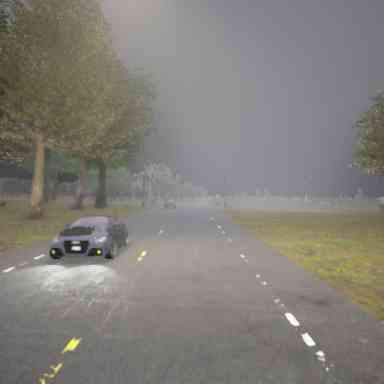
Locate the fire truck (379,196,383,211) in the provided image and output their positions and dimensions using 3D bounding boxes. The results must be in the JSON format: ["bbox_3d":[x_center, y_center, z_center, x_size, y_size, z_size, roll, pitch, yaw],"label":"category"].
[{"bbox_3d":[44.789,2.620,70.924,8.468,3.827,2.891,2,-1,4],"label":"fire truck"}]

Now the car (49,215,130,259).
[{"bbox_3d":[-3.593,1.547,12.302,1.994,1.385,4.181,0,0,0],"label":"car"}]

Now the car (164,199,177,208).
[{"bbox_3d":[-3.470,1.823,54.156,1.812,1.442,4.674,0,-1,0],"label":"car"}]
